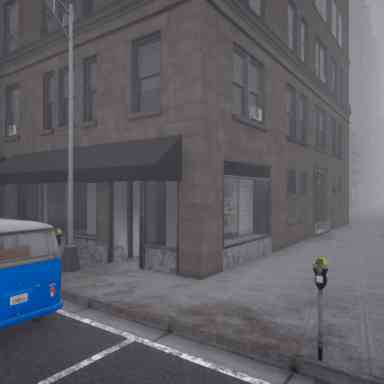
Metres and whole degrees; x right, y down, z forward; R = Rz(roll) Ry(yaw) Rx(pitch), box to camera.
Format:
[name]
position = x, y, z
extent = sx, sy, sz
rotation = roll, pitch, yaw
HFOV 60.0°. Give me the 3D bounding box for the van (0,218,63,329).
[van]
position = -4.055, 1.340, 5.973
extent = 3.998, 1.788, 1.690
rotation = 0, 0, 36
